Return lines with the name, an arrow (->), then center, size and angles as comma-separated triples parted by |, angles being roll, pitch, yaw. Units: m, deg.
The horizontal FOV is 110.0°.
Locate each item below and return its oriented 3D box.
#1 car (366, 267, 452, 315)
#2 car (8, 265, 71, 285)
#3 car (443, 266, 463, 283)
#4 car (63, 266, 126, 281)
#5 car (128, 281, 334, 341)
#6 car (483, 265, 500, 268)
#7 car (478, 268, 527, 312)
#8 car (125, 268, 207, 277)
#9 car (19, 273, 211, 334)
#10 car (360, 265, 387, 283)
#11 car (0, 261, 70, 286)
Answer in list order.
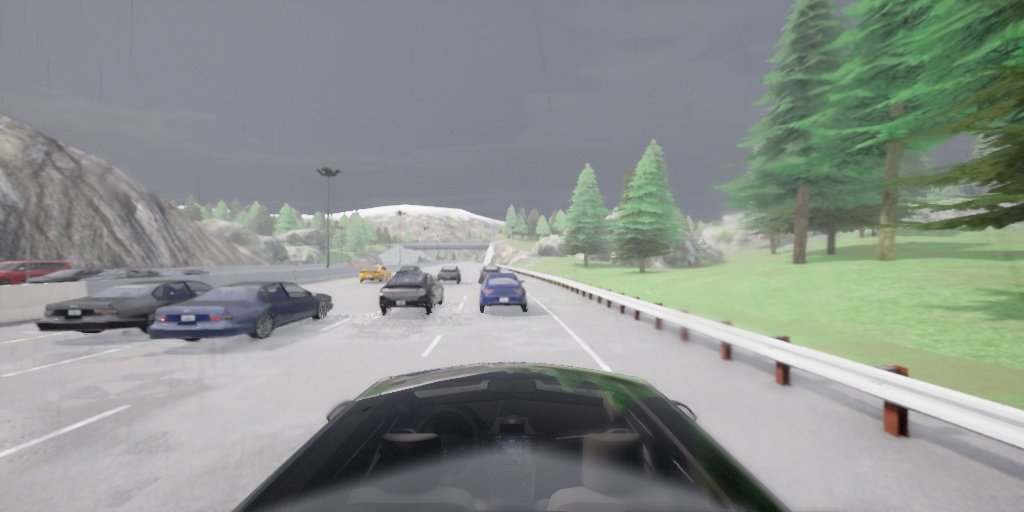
car -> -3.879, 1.393, 14.482 | 2.128, 1.511, 4.902 | 0, -1, -3
car -> -29.431, 1.575, 24.110 | 1.882, 1.535, 5.008 | 0, -1, -6
car -> -5.368, 1.581, 31.468 | 2.128, 1.511, 4.902 | 0, -1, -6
car -> -25.904, 1.575, 24.008 | 2.128, 1.511, 4.902 | 0, -1, -6
car -> -7.130, 1.416, 10.274 | 2.033, 1.411, 5.357 | 0, -1, -3
car -> -1.835, 1.567, 31.303 | 2.128, 1.511, 4.902 | 0, -1, -6
car -> -0.426, 1.420, 15.026 | 1.812, 1.442, 4.674 | 0, -1, -4
car -> -22.422, 1.622, 24.370 | 2.033, 1.411, 5.357 | 0, -1, -6
car -> -10.664, 1.438, 11.150 | 2.033, 1.411, 5.357 | 0, -1, -3
car -> -12.596, 1.614, 33.387 | 1.882, 1.535, 5.008 | 0, -1, -6
car -> -32.934, 1.331, 23.966 | 2.150, 2.045, 5.566 | 0, -1, -6
